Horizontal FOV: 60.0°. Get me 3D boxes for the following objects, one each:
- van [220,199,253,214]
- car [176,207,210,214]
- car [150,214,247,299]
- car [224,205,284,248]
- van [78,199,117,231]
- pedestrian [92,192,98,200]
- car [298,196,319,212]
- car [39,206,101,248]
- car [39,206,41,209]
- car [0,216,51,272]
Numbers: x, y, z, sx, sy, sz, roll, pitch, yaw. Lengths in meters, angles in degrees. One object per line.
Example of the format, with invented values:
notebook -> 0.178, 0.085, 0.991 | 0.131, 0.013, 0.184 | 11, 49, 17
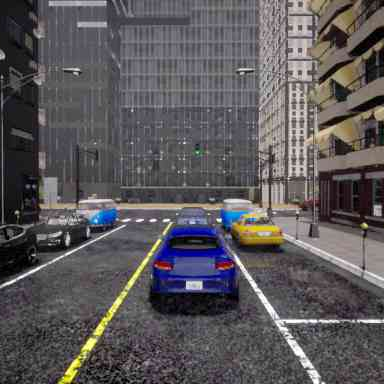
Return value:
van -> 2.662, 1.337, 20.008 | 1.690, 1.788, 3.998 | -1, 0, 0
car -> 0.049, 1.544, 18.923 | 2.033, 1.411, 5.357 | 0, 0, 1
car -> 0.060, 1.524, 8.326 | 1.812, 1.442, 4.674 | 0, 0, 1
car -> 2.669, 1.522, 14.576 | 1.752, 1.417, 4.829 | -1, 0, 0
van -> -5.718, 1.337, 20.030 | 1.690, 1.788, 3.998 | -1, 0, 0
pedestrian -> -12.424, 0.885, 42.427 | 0.375, 1.860, 0.375 | 0, 1, 0
car -> 15.209, 1.338, 39.348 | 5.009, 1.841, 2.192 | 0, 1, 0
car -> -5.711, 1.548, 14.429 | 2.008, 1.369, 4.403 | -1, 0, 0
car -> -17.607, 1.501, 33.725 | 4.181, 1.385, 1.994 | 0, 1, 0
car -> -5.707, 1.564, 8.826 | 1.947, 1.339, 4.313 | -1, 0, 0
